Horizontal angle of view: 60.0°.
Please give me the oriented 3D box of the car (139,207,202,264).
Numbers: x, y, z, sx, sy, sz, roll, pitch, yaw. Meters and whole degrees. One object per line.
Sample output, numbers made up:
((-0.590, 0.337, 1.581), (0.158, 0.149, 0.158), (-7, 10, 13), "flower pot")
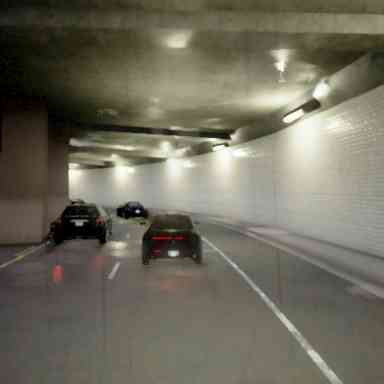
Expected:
((-0.774, 1.470, 11.727), (1.837, 1.490, 4.892), (0, 0, -6), "car")

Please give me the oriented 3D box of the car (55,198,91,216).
((-11.675, 1.383, 32.479), (2.128, 1.511, 4.902), (0, 0, -34), "car")

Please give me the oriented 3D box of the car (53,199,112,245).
((-4.920, 1.301, 15.515), (2.097, 1.767, 4.553), (0, 0, -10), "car")

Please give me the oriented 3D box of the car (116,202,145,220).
((-5.046, 1.478, 27.759), (1.994, 1.385, 4.181), (0, 0, -24), "car")
